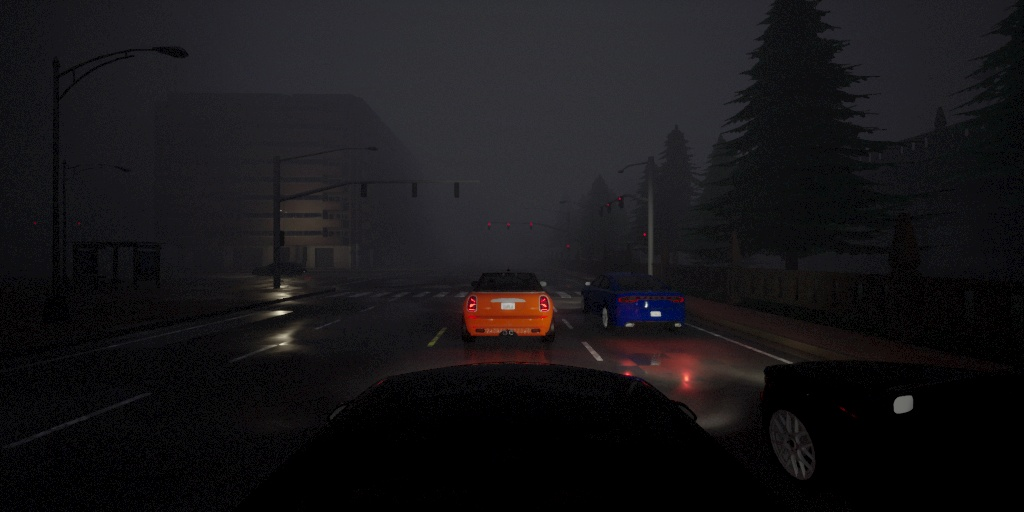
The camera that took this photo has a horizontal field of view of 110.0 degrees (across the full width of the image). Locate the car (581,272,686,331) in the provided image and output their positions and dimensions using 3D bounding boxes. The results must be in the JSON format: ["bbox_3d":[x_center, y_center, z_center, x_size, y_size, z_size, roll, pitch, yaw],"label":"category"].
[{"bbox_3d":[3.416,1.228,11.023,1.882,1.535,5.008,0,0,0],"label":"car"}]

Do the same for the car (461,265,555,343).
[{"bbox_3d":[-0.083,1.102,9.878,2.097,1.767,4.553,0,0,0],"label":"car"}]

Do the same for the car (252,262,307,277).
[{"bbox_3d":[-23.194,1.310,35.811,4.892,1.490,1.837,0,0,-1],"label":"car"}]

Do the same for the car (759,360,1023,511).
[{"bbox_3d":[3.288,1.228,1.497,1.882,1.535,5.008,0,0,3],"label":"car"}]
